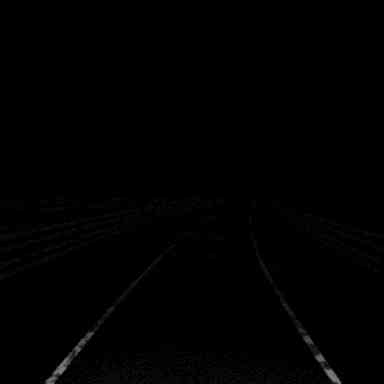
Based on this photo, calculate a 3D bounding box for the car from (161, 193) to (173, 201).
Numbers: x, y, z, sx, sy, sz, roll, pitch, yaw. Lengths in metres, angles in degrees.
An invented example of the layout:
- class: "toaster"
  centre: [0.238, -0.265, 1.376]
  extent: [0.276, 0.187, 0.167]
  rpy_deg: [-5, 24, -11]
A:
- class: "car"
  centre: [-4.399, 1.209, 70.602]
  extent: [2.150, 2.045, 5.566]
  rpy_deg: [1, 0, 29]

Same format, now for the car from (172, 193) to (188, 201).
- class: "car"
  centre: [-1.387, 1.490, 68.818]
  extent: [1.882, 1.535, 5.008]
  rpy_deg: [1, 0, 29]

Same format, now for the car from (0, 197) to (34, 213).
- class: "car"
  centre: [-17.770, 1.191, 32.225]
  extent: [2.128, 1.511, 4.902]
  rpy_deg: [1, 0, 29]

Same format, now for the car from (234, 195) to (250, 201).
- class: "car"
  centre: [13.962, 1.777, 89.181]
  extent: [2.128, 1.511, 4.902]
  rpy_deg: [1, 0, 29]

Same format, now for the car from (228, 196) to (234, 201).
- class: "car"
  centre: [12.858, 1.753, 94.393]
  extent: [1.837, 1.490, 4.892]
  rpy_deg: [1, 0, 29]

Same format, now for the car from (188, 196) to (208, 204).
- class: "car"
  centre: [1.686, 1.519, 67.149]
  extent: [1.882, 1.535, 5.008]
  rpy_deg: [1, 0, 29]

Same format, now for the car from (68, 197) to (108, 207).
- class: "car"
  centre: [-14.020, 1.340, 46.143]
  extent: [2.033, 1.411, 5.357]
  rpy_deg: [1, 0, 29]
